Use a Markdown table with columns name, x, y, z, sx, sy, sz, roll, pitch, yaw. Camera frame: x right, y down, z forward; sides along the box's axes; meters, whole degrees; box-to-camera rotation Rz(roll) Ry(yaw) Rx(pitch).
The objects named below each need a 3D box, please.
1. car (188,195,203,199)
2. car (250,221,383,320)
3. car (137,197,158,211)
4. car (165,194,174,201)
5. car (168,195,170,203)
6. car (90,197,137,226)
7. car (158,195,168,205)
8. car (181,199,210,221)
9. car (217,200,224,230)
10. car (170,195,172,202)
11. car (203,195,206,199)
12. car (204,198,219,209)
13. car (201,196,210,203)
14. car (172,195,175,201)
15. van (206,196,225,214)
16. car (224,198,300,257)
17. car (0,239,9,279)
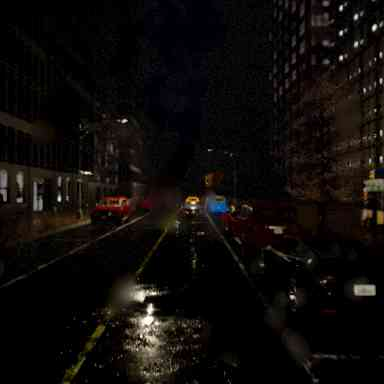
| name | x | y | z | sx | sy | sz | roll | pitch | yaw |
| --- | --- | --- | --- | --- | --- | --- | --- | --- | --- |
| car | 0.103 | 1.480 | 44.874 | 1.882 | 1.535 | 5.008 | 0 | 0 | 0 |
| car | 2.695 | 1.567 | 7.265 | 1.947 | 1.339 | 4.313 | 0 | 0 | 0 |
| car | -5.684 | 1.547 | 40.501 | 1.887 | 1.381 | 4.507 | 0 | 0 | 0 |
| car | -5.681 | 1.442 | 84.815 | 1.967 | 1.590 | 4.097 | 0 | 0 | 0 |
| car | -5.682 | 1.443 | 62.658 | 1.967 | 1.590 | 4.097 | 0 | 0 | 0 |
| car | -5.684 | 1.317 | 23.883 | 2.192 | 1.841 | 5.009 | 0 | 0 | 0 |
| car | -5.683 | 1.547 | 57.119 | 1.887 | 1.381 | 4.507 | 0 | 0 | 0 |
| car | 0.102 | 1.549 | 27.441 | 2.033 | 1.411 | 5.357 | 0 | 0 | 0 |
| car | 2.695 | 1.441 | 18.344 | 1.967 | 1.590 | 4.097 | 0 | 0 | 0 |
| car | -5.683 | 1.553 | 68.197 | 2.008 | 1.369 | 4.403 | 0 | 0 | 0 |
| car | 2.697 | 1.442 | 40.501 | 1.967 | 1.590 | 4.097 | 0 | 0 | 0 |
| car | 2.697 | 1.528 | 46.210 | 1.752 | 1.417 | 4.829 | 0 | 0 | 0 |
| car | 2.698 | 1.528 | 68.366 | 1.752 | 1.417 | 4.829 | 0 | 0 | 0 |
| car | -5.682 | 1.547 | 79.276 | 1.887 | 1.381 | 4.507 | 0 | 0 | 0 |
| van | 2.697 | 1.343 | 34.961 | 1.690 | 1.788 | 3.998 | 0 | 0 | 0 |
| car | 2.696 | 1.316 | 12.804 | 2.192 | 1.841 | 5.009 | 0 | 0 | 0 |
| car | -5.686 | 1.583 | 7.265 | 1.802 | 1.307 | 4.206 | 0 | 0 | 0 |
